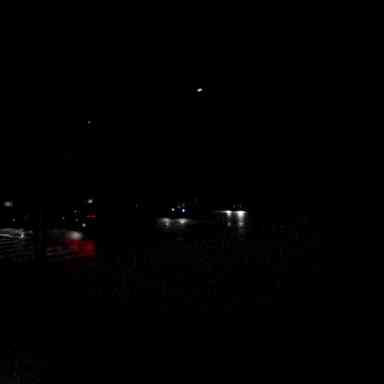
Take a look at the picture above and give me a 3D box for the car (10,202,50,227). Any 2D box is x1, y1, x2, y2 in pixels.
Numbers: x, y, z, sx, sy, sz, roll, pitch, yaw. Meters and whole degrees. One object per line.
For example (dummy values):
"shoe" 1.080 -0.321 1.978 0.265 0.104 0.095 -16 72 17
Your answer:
"car" -9.584 1.456 22.446 1.837 1.490 4.892 0 0 35

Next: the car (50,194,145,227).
"car" -5.999 1.160 21.877 2.150 2.045 5.566 0 0 35

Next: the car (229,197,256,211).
"car" 6.070 1.355 38.850 1.837 1.490 4.892 0 0 36

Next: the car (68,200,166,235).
"car" -4.035 1.429 18.685 2.128 1.511 4.902 0 0 35

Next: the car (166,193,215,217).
"car" 0.005 1.116 30.326 2.150 2.045 5.566 0 0 35
